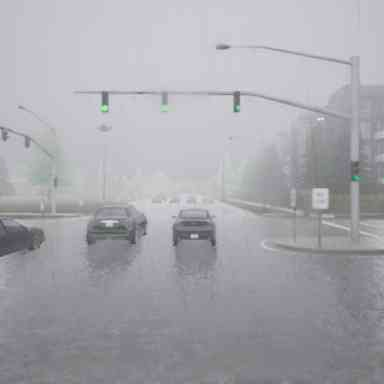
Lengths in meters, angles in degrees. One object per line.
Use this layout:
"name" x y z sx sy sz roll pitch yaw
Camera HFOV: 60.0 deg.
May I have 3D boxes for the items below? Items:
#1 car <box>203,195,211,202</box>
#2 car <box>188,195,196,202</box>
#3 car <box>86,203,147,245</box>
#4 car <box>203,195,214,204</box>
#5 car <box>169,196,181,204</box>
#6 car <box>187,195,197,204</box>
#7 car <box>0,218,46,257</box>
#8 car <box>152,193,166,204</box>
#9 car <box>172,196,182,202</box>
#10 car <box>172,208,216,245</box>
"car" 3.446 1.543 77.804 1.812 1.442 4.674 0 0 0
"car" -0.054 1.519 77.802 1.837 1.490 4.892 0 0 0
"car" -3.406 1.372 15.849 2.097 1.767 4.553 0 0 0
"car" 3.454 1.562 67.387 1.882 1.535 5.008 0 0 0
"car" -3.546 1.684 67.828 1.895 1.301 4.718 0 0 0
"car" -0.046 1.646 67.801 1.994 1.385 4.181 0 0 0
"car" -6.904 1.562 11.174 2.033 1.411 5.357 0 0 0
"car" -7.046 1.586 67.379 2.128 1.511 4.902 0 0 0
"car" -3.554 1.558 77.799 2.033 1.411 5.357 0 0 0
"car" 0.095 1.525 15.753 1.837 1.490 4.892 0 0 0
